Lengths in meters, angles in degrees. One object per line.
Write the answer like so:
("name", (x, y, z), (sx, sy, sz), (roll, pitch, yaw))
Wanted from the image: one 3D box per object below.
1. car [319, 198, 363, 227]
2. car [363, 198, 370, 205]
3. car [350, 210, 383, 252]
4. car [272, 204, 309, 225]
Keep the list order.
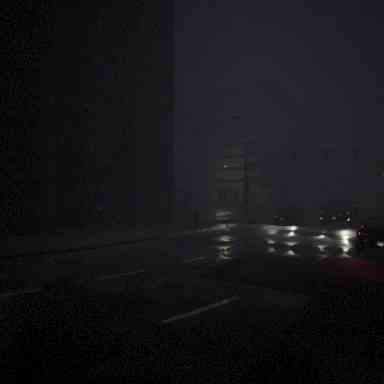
("car", (11.460, 1.517, 25.614), (2.150, 2.045, 5.566), (0, -1, 33))
("car", (43.082, 2.586, 84.733), (1.895, 1.301, 4.718), (0, -1, 14))
("car", (8.066, 1.695, 13.903), (1.812, 1.442, 4.674), (0, 0, 33))
("car", (7.984, 1.786, 26.705), (1.837, 1.490, 4.892), (0, -1, 33))
